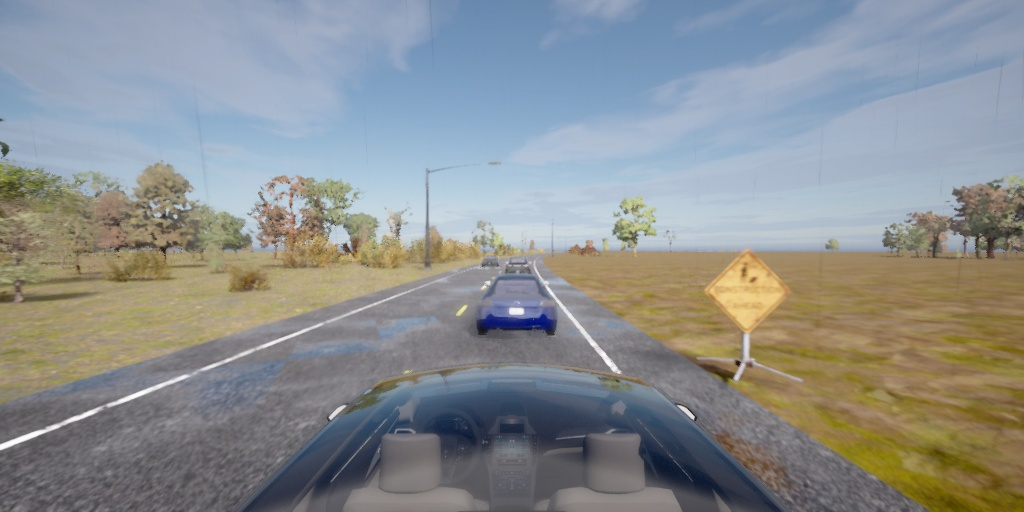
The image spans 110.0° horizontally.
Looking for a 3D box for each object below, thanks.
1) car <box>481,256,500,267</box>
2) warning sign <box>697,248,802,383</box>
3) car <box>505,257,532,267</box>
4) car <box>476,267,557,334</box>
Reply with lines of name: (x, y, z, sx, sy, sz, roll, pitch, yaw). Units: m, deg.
car: (-2.549, 0.660, 43.623, 1.994, 1.385, 4.181, 0, 1, 3)
warning sign: (3.554, 0.809, 5.481, 1.300, 1.860, 1.060, 0, 0, 0)
car: (0.489, 0.841, 27.551, 2.128, 1.511, 4.902, 0, 1, 2)
car: (0.132, 1.185, 10.109, 1.994, 1.385, 4.181, 0, 1, 1)
